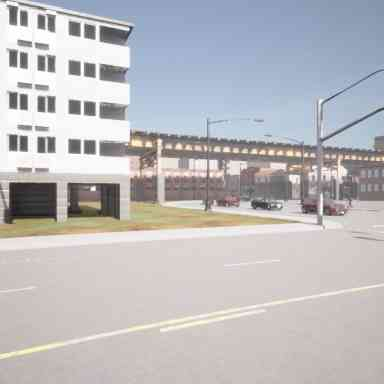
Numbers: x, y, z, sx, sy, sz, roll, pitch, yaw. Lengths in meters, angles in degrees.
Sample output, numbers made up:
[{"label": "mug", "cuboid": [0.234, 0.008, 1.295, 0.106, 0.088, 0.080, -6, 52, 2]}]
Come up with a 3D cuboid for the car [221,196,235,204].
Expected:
[{"label": "car", "cuboid": [7.349, 1.491, 66.747, 2.128, 1.511, 4.902, 0, 0, 14]}]

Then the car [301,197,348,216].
[{"label": "car", "cuboid": [13.110, 1.352, 33.080, 2.097, 1.767, 4.553, 0, 0, -25]}]

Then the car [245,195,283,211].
[{"label": "car", "cuboid": [9.244, 1.491, 41.354, 2.128, 1.511, 4.902, 0, 0, -25]}]

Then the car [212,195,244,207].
[{"label": "car", "cuboid": [5.367, 1.478, 50.095, 1.882, 1.535, 5.008, 0, 0, -22]}]

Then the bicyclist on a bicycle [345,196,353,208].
[{"label": "bicyclist on a bicycle", "cuboid": [20.436, 1.303, 43.310, 1.656, 1.620, 0.582, 0, 0, -25]}]

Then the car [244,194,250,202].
[{"label": "car", "cuboid": [11.879, 1.525, 75.701, 2.128, 1.511, 4.902, 0, 0, 41]}]

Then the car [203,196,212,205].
[{"label": "car", "cuboid": [2.916, 1.505, 59.907, 1.837, 1.490, 4.892, 0, 0, -1]}]
